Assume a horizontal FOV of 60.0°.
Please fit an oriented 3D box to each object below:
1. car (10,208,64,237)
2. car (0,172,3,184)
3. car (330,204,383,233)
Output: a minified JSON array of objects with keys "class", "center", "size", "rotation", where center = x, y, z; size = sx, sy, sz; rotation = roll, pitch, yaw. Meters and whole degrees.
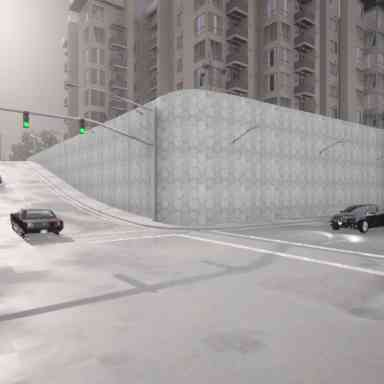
[{"class":"car","center":[-8.436,1.515,17.819],"size":[1.895,1.301,4.718],"rotation":[0,2,-36]},{"class":"car","center":[-22.582,-1.874,37.499],"size":[2.033,1.411,5.357],"rotation":[0,12,-36]},{"class":"car","center":[10.196,1.505,19.872],"size":[4.892,1.490,1.837],"rotation":[0,0,-36]}]
